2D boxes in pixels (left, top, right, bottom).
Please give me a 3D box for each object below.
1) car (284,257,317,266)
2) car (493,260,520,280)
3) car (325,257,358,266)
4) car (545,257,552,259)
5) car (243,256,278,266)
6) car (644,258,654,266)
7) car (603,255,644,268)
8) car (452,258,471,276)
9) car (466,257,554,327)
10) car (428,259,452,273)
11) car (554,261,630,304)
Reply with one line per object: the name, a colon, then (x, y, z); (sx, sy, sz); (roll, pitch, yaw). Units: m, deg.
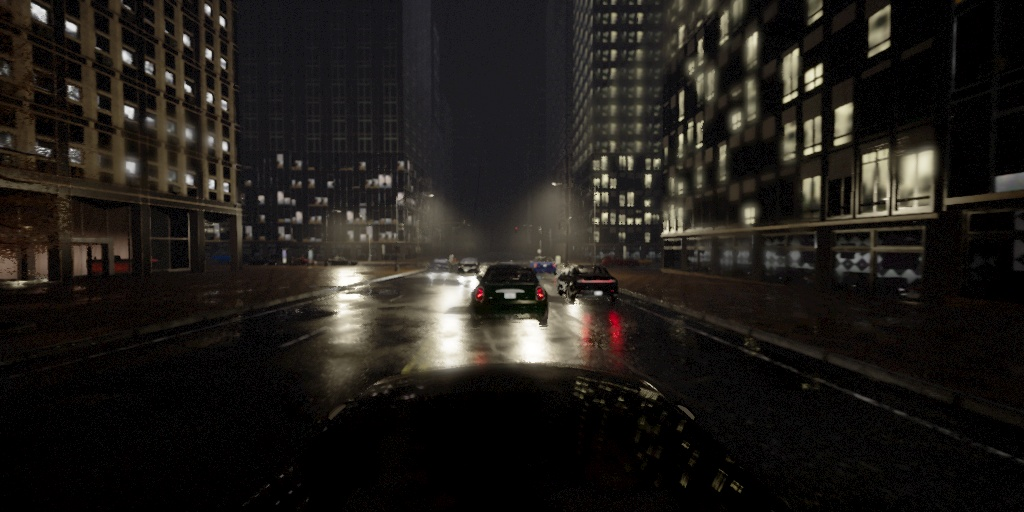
car: (-29.416, 0.774, 49.958); (4.207, 1.307, 1.802); (0, 0, 0)
car: (-0.451, 1.058, 29.287); (2.033, 1.411, 5.357); (0, 1, -1)
car: (-23.731, 0.800, 49.947); (4.313, 1.339, 1.948); (0, 0, 0)
car: (2.737, 0.830, 32.236); (2.097, 1.767, 4.553); (0, 0, -1)
car: (-35.099, 0.714, 50.008); (4.313, 1.339, 1.948); (0, 0, 0)
car: (20.628, 0.873, 58.663); (4.829, 1.417, 1.751); (0, 0, 0)
car: (15.197, 0.829, 50.261); (5.009, 1.841, 2.192); (0, 0, 0)
car: (-3.963, 0.972, 33.363); (2.128, 1.511, 4.902); (0, 0, -1)
car: (-0.086, 1.021, 11.362); (2.097, 1.767, 4.553); (0, 1, -1)
car: (-7.265, 1.018, 36.867); (1.994, 1.385, 4.181); (0, 0, -1)
car: (3.091, 1.119, 15.450); (2.128, 1.511, 4.902); (0, 0, -1)
